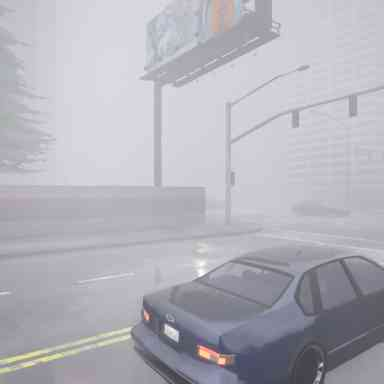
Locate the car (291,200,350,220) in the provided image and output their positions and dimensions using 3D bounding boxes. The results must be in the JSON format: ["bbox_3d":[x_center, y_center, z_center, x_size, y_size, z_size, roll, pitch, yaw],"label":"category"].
[{"bbox_3d":[11.046,1.478,28.858,1.882,1.535,5.008,0,0,-39],"label":"car"}]

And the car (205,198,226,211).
[{"bbox_3d":[2.495,1.477,40.490,1.882,1.535,5.008,0,0,-35],"label":"car"}]

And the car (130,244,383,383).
[{"bbox_3d":[1.796,1.547,5.044,5.357,1.411,2.033,0,0,-37],"label":"car"}]
